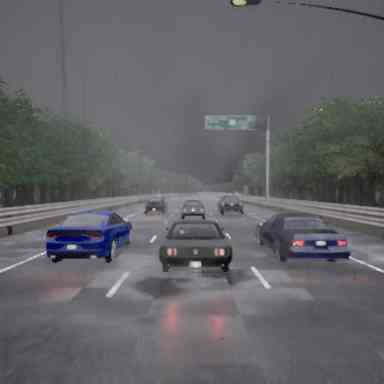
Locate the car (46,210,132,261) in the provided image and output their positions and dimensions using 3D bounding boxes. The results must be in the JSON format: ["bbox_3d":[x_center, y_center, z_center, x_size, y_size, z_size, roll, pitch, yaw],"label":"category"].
[{"bbox_3d":[-3.403,1.393,11.880,1.882,1.535,5.008,0,0,0],"label":"car"}]

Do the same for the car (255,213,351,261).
[{"bbox_3d":[3.599,1.464,11.803,2.033,1.411,5.357,0,0,0],"label":"car"}]

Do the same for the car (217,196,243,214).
[{"bbox_3d":[3.597,1.138,31.986,2.097,1.767,4.553,0,0,0],"label":"car"}]

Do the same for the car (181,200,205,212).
[{"bbox_3d":[0.096,1.365,26.884,2.033,1.411,5.357,0,0,0],"label":"car"}]

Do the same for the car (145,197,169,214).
[{"bbox_3d":[-3.403,1.288,32.326,1.837,1.490,4.892,0,0,0],"label":"car"}]

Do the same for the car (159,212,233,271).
[{"bbox_3d":[0.097,1.525,10.610,1.895,1.301,4.718,0,0,0],"label":"car"}]
